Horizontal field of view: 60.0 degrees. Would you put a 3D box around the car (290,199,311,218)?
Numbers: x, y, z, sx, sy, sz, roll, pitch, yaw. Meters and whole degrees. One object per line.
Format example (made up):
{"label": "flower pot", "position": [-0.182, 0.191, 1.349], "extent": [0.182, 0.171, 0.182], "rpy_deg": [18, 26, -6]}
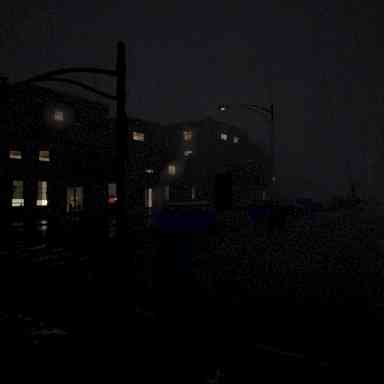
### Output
{"label": "car", "position": [9.313, 1.655, 31.256], "extent": [1.887, 1.381, 4.507], "rpy_deg": [0, 0, 35]}

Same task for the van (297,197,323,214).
{"label": "van", "position": [12.480, 1.469, 35.781], "extent": [1.690, 1.788, 3.998], "rpy_deg": [0, 0, 35]}

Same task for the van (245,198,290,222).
{"label": "van", "position": [6.149, 1.436, 26.733], "extent": [1.690, 1.788, 3.998], "rpy_deg": [0, 0, 35]}

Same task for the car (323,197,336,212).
{"label": "car", "position": [15.742, 1.671, 40.446], "extent": [1.752, 1.417, 4.829], "rpy_deg": [0, 0, 35]}

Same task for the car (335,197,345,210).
{"label": "car", "position": [18.809, 1.729, 44.830], "extent": [1.947, 1.339, 4.313], "rpy_deg": [0, 0, 35]}

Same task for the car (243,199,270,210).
{"label": "car", "position": [8.788, 1.629, 45.125], "extent": [1.887, 1.381, 4.507], "rpy_deg": [0, 0, 35]}

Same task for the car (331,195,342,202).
{"label": "car", "position": [37.276, 1.712, 85.844], "extent": [1.967, 1.590, 4.097], "rpy_deg": [0, 0, 35]}

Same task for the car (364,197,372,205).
{"label": "car", "position": [34.637, 1.810, 67.452], "extent": [1.887, 1.381, 4.507], "rpy_deg": [0, 0, 35]}

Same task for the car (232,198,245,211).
{"label": "car", "position": [5.624, 1.506, 40.601], "extent": [1.967, 1.590, 4.097], "rpy_deg": [0, 0, 35]}

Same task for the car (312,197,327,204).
{"label": "car", "position": [27.682, 1.728, 72.131], "extent": [1.752, 1.417, 4.829], "rpy_deg": [0, 0, 35]}

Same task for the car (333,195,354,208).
{"label": "car", "position": [21.977, 1.497, 49.355], "extent": [2.192, 1.841, 5.009], "rpy_deg": [0, 0, 35]}

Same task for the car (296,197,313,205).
{"label": "car", "position": [21.450, 1.705, 63.222], "extent": [1.887, 1.381, 4.507], "rpy_deg": [0, 0, 35]}

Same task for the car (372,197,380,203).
{"label": "car", "position": [44.133, 1.899, 81.026], "extent": [1.947, 1.339, 4.313], "rpy_deg": [0, 0, 35]}

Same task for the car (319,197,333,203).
{"label": "car", "position": [30.945, 1.792, 76.795], "extent": [1.947, 1.339, 4.313], "rpy_deg": [0, 0, 35]}

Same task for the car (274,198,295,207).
{"label": "car", "position": [15.119, 1.665, 54.173], "extent": [1.887, 1.381, 4.507], "rpy_deg": [0, 0, 35]}

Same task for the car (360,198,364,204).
{"label": "car", "position": [28.404, 1.748, 58.543], "extent": [1.752, 1.417, 4.829], "rpy_deg": [0, 0, 35]}

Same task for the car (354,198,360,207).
{"label": "car", "position": [25.142, 1.516, 53.880], "extent": [2.192, 1.841, 5.009], "rpy_deg": [0, 0, 35]}

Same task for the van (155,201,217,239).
{"label": "van", "position": [-0.181, 1.407, 17.684], "extent": [1.690, 1.788, 3.998], "rpy_deg": [0, 0, 35]}

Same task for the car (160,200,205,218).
{"label": "car", "position": [-0.805, 1.558, 31.412], "extent": [1.752, 1.417, 4.829], "rpy_deg": [0, 0, 35]}
